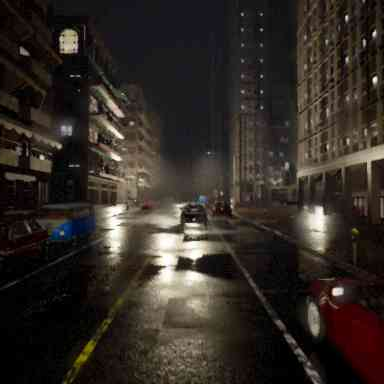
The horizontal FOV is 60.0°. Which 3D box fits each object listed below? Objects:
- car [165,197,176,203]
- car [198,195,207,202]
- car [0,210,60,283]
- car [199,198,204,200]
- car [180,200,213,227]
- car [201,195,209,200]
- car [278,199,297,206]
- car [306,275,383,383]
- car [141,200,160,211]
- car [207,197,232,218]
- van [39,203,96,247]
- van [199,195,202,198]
[{"bbox_3d":[-5.553,1.900,81.716,1.967,1.590,4.097,1,0,0],"label":"car"},{"bbox_3d":[2.844,1.853,92.747,2.192,1.841,5.009,1,0,0],"label":"car"},{"bbox_3d":[-5.659,1.485,9.443,1.967,1.590,4.097,1,0,0],"label":"car"},{"bbox_3d":[0.162,1.806,41.119,1.895,1.301,4.718,0,0,0],"label":"car"},{"bbox_3d":[0.137,1.607,24.004,2.128,1.511,4.902,0,0,0],"label":"car"},{"bbox_3d":[2.740,1.534,43.503,2.192,1.841,5.009,1,0,0],"label":"car"},{"bbox_3d":[18.014,1.913,60.843,4.403,1.369,2.008,0,-2,0],"label":"car"},{"bbox_3d":[2.678,1.562,3.613,1.887,1.381,4.507,1,0,0],"label":"car"},{"bbox_3d":[-5.612,1.802,43.627,1.802,1.307,4.206,1,0,0],"label":"car"},{"bbox_3d":[2.721,1.596,32.105,1.967,1.590,4.097,1,0,0],"label":"car"},{"bbox_3d":[-5.649,1.413,15.142,1.690,1.788,3.998,1,0,0],"label":"van"},{"bbox_3d":[2.836,1.839,87.226,1.690,1.788,3.998,1,0,0],"label":"van"}]
